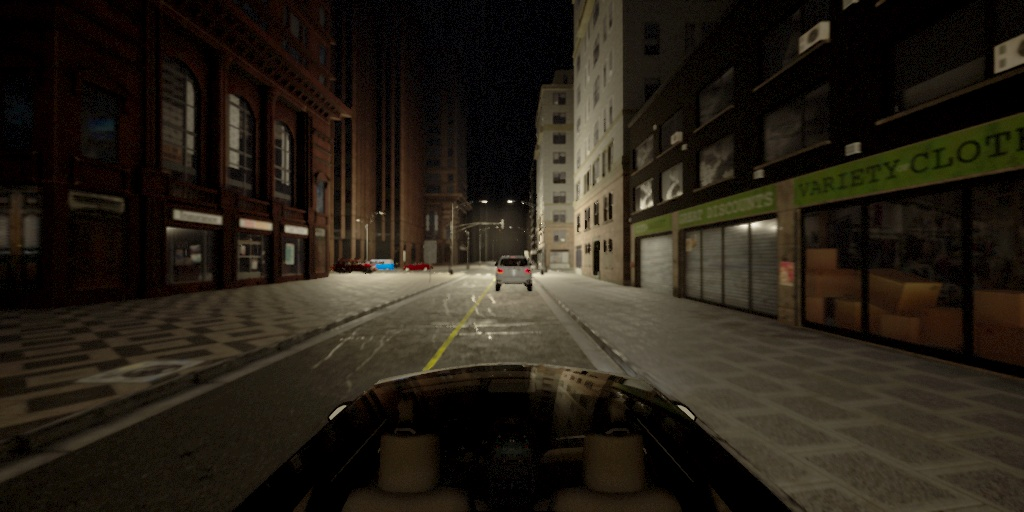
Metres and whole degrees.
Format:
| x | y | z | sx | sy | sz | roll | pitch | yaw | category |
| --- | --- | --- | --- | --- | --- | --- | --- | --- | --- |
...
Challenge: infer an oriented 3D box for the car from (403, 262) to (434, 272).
| x | y | z | sx | sy | sz | roll | pitch | yaw | category |
| --- | --- | --- | --- | --- | --- | --- | --- | --- | --- |
| -14.011 | 1.605 | 53.739 | 4.507 | 1.381 | 1.888 | 0 | 0 | 0 | car |

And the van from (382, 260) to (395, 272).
| x | y | z | sx | sy | sz | roll | pitch | yaw | category |
| --- | --- | --- | --- | --- | --- | --- | --- | --- | --- |
| -19.635 | 1.469 | 53.755 | 3.998 | 1.789 | 1.690 | 0 | 0 | 0 | van |

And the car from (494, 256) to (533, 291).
| x | y | z | sx | sy | sz | roll | pitch | yaw | category |
| --- | --- | --- | --- | --- | --- | --- | --- | --- | --- |
| 0.090 | 1.021 | 22.423 | 2.150 | 2.045 | 5.566 | 0 | -1 | -1 | car |

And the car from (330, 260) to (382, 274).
| x | y | z | sx | sy | sz | roll | pitch | yaw | category |
| --- | --- | --- | --- | --- | --- | --- | --- | --- | --- |
| -19.650 | 1.381 | 45.229 | 5.009 | 1.841 | 2.192 | 0 | 0 | 0 | car |

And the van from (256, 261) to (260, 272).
| x | y | z | sx | sy | sz | roll | pitch | yaw | category |
| --- | --- | --- | --- | --- | --- | --- | --- | --- | --- |
| -30.899 | 1.543 | 45.261 | 3.998 | 1.789 | 1.690 | 0 | 0 | 0 | van |
